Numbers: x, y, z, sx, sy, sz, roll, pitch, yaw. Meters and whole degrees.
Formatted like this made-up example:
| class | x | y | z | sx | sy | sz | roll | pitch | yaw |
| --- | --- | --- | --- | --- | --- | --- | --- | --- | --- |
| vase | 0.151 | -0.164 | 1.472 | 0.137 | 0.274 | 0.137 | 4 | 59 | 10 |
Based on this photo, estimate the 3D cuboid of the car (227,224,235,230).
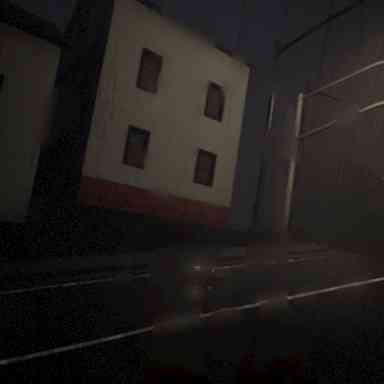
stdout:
| class | x | y | z | sx | sy | sz | roll | pitch | yaw |
| --- | --- | --- | --- | --- | --- | --- | --- | --- | --- |
| car | 2.837 | 3.790 | 37.545 | 1.837 | 1.490 | 4.892 | 13 | -8 | -35 |

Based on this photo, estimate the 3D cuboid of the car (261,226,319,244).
| class | x | y | z | sx | sy | sz | roll | pitch | yaw |
| --- | --- | --- | --- | --- | --- | --- | --- | --- | --- |
| car | 8.482 | 3.813 | 29.514 | 2.033 | 1.411 | 5.357 | 13 | -8 | -34 |
